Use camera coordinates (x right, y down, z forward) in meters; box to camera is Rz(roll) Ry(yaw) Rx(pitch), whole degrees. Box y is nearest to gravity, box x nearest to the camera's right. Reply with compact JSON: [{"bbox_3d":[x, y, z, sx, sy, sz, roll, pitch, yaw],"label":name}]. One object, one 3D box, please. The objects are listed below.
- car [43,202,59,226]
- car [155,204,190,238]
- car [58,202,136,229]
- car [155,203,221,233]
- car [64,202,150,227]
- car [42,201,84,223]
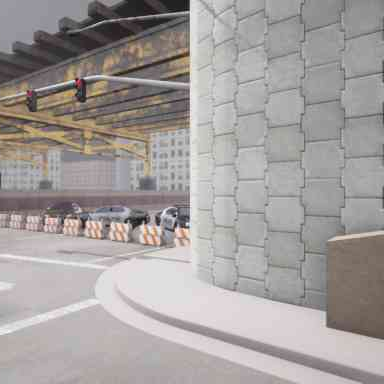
[{"bbox_3d":[-8.818,1.453,23.069,2.038,1.542,4.974,0,0,-10],"label":"car"},{"bbox_3d":[-0.356,1.453,17.727,2.038,1.542,4.974,0,0,-25],"label":"car"},{"bbox_3d":[-5.124,1.453,20.314,4.974,1.542,2.038,0,0,0],"label":"car"},{"bbox_3d":[-0.378,1.295,17.774,1.853,1.218,4.536,0,0,-25],"label":"car"},{"bbox_3d":[-5.072,1.295,20.314,4.536,1.218,1.853,0,0,0],"label":"car"},{"bbox_3d":[-8.827,1.295,23.120,1.853,1.218,4.536,0,0,-10],"label":"car"}]
